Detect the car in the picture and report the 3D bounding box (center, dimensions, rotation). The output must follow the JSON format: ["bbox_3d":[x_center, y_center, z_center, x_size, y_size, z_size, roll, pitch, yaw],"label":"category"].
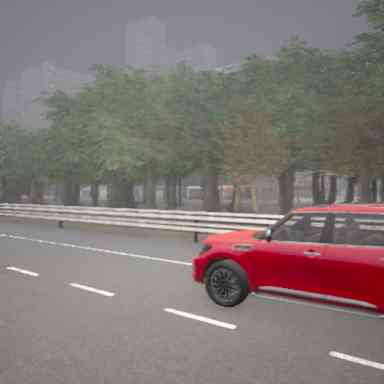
[{"bbox_3d":[2.659,1.223,6.269,5.566,2.045,2.150,0,0,36],"label":"car"}]
